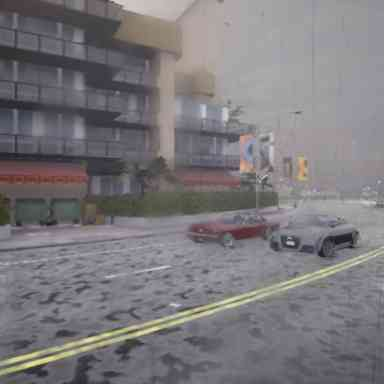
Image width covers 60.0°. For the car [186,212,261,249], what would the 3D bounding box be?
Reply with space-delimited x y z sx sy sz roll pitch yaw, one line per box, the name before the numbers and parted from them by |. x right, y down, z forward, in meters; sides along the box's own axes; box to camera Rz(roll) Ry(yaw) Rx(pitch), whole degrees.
car | 1.959 1.604 14.907 4.718 1.301 1.895 0 0 -44

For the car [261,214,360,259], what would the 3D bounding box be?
car | 4.797 1.561 12.772 4.181 1.385 1.994 0 0 -44

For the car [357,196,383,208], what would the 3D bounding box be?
car | 25.335 1.572 46.254 1.895 1.301 4.718 0 0 4
